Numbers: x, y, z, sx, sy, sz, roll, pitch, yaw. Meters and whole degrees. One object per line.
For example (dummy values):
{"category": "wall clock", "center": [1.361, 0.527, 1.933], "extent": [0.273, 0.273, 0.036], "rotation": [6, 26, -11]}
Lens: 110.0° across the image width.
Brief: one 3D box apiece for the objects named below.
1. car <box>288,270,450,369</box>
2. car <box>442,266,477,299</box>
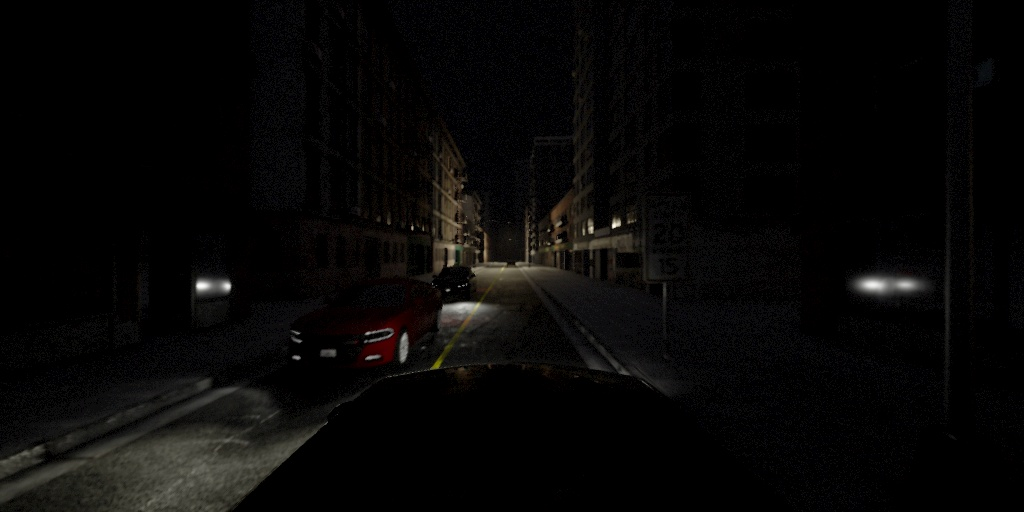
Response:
{"category": "car", "center": [-2.859, 1.240, 8.081], "extent": [1.882, 1.535, 5.008], "rotation": [0, 0, 0]}
{"category": "car", "center": [-2.870, 1.286, 18.498], "extent": [1.837, 1.490, 4.892], "rotation": [0, 0, 0]}
